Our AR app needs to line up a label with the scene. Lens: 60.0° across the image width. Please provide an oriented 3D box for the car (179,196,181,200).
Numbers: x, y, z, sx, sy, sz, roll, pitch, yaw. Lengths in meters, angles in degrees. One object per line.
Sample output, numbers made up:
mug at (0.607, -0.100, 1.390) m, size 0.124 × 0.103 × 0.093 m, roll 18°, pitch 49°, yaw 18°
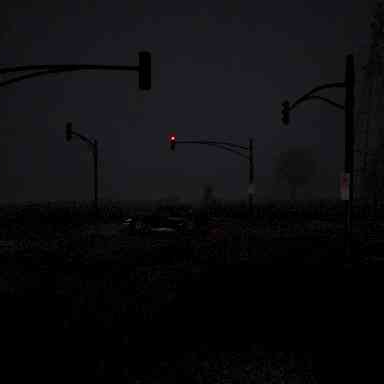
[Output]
car at (-3.013, 1.596, 47.477) m, size 1.895 × 1.301 × 4.718 m, roll 0°, pitch 0°, yaw 0°

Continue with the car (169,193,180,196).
car at (-3.060, 1.218, 57.828) m, size 2.150 × 2.045 × 5.566 m, roll 0°, pitch 0°, yaw 0°

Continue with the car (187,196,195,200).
car at (-0.332, 1.596, 78.375) m, size 1.895 × 1.301 × 4.718 m, roll 0°, pitch 0°, yaw 0°

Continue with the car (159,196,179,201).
car at (-2.961, 1.486, 37.661) m, size 2.128 × 1.511 × 4.902 m, roll 0°, pitch 0°, yaw -1°

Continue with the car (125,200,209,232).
car at (-1.437, 1.465, 19.447) m, size 4.892 × 1.490 × 1.837 m, roll -1°, pitch 1°, yaw 0°
